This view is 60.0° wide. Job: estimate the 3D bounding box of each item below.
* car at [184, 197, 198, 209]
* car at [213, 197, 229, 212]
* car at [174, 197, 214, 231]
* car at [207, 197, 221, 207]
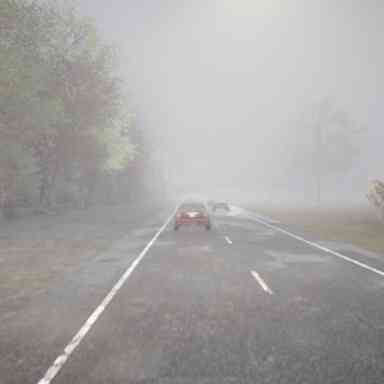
[{"bbox_3d":[-0.112,1.466,46.706,1.882,1.535,5.008,0,0,0],"label":"car"},{"bbox_3d":[3.324,1.509,39.284,1.812,1.442,4.674,0,0,0],"label":"car"},{"bbox_3d":[0.013,1.352,20.876,2.097,1.767,4.553,0,0,0],"label":"car"},{"bbox_3d":[3.279,1.504,50.509,1.812,1.442,4.674,0,0,0],"label":"car"}]
